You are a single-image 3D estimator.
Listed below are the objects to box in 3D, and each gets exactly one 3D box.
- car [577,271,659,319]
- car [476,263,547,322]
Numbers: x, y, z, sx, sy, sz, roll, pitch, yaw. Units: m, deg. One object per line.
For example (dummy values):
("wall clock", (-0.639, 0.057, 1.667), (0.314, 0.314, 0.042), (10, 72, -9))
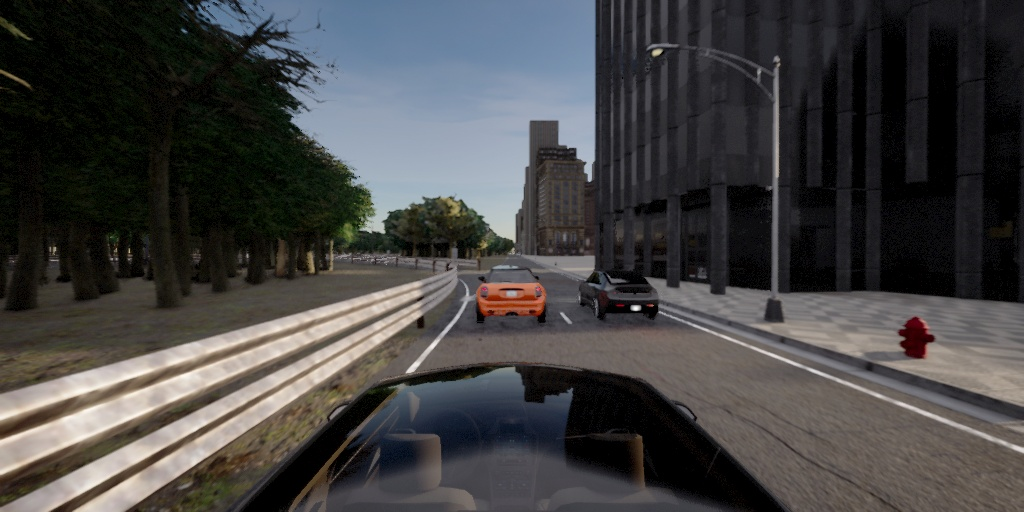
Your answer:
("car", (3.577, 1.253, 12.780), (1.837, 1.490, 4.892), (0, 0, 0))
("car", (-0.100, 1.100, 12.390), (2.097, 1.767, 4.553), (0, 0, -2))
